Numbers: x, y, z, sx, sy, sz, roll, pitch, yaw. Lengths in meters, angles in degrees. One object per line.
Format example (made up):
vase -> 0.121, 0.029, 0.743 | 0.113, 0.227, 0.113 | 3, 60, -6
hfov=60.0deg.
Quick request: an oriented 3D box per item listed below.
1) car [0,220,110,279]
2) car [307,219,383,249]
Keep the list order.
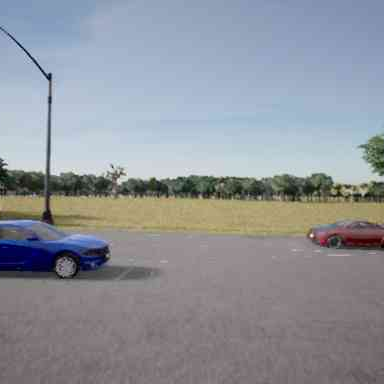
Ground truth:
car -> -5.027, 1.601, 10.020 | 5.008, 1.535, 1.882 | 1, 0, 1
car -> 8.058, 2.067, 16.748 | 4.181, 1.385, 1.994 | 2, 0, 1
